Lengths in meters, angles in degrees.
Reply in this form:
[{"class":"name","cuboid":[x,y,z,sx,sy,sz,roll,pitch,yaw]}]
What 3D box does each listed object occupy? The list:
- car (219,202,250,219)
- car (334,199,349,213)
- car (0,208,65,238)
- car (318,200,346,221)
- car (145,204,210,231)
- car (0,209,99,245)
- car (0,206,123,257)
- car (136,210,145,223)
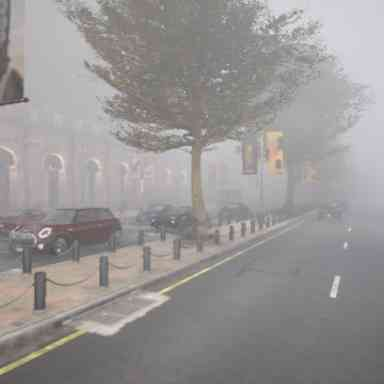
[{"class":"car","cuboid":[4.097,1.704,31.105,1.812,1.442,4.674,0,0,27]},{"class":"car","cuboid":[18.966,1.658,42.633,2.097,1.767,4.553,0,0,27]},{"class":"car","cuboid":[-9.662,1.645,18.643,1.895,1.301,4.718,0,0,27]},{"class":"car","cuboid":[12.454,1.714,29.775,1.837,1.490,4.892,0,-1,27]},{"class":"car","cuboid":[-0.565,1.657,21.925,2.033,1.411,5.357,0,0,27]},{"class":"car","cuboid":[-7.060,1.654,16.806,1.895,1.301,4.718,0,0,27]},{"class":"car","cuboid":[-4.868,1.398,13.372,2.097,1.767,4.553,0,0,27]},{"class":"car","cuboid":[-2.449,1.647,25.937,1.812,1.442,4.674,0,0,27]}]
